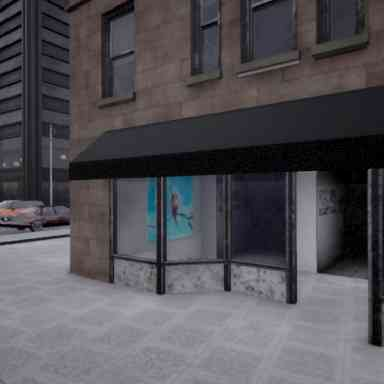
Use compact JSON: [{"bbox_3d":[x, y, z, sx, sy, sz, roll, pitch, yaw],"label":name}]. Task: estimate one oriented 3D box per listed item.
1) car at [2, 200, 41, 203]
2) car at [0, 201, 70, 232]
[{"bbox_3d":[-11.317,1.308,20.982,2.097,1.767,4.553,0,0,35],"label":"car"},{"bbox_3d":[-8.400,1.488,19.734,2.033,1.411,5.357,0,0,35],"label":"car"}]
